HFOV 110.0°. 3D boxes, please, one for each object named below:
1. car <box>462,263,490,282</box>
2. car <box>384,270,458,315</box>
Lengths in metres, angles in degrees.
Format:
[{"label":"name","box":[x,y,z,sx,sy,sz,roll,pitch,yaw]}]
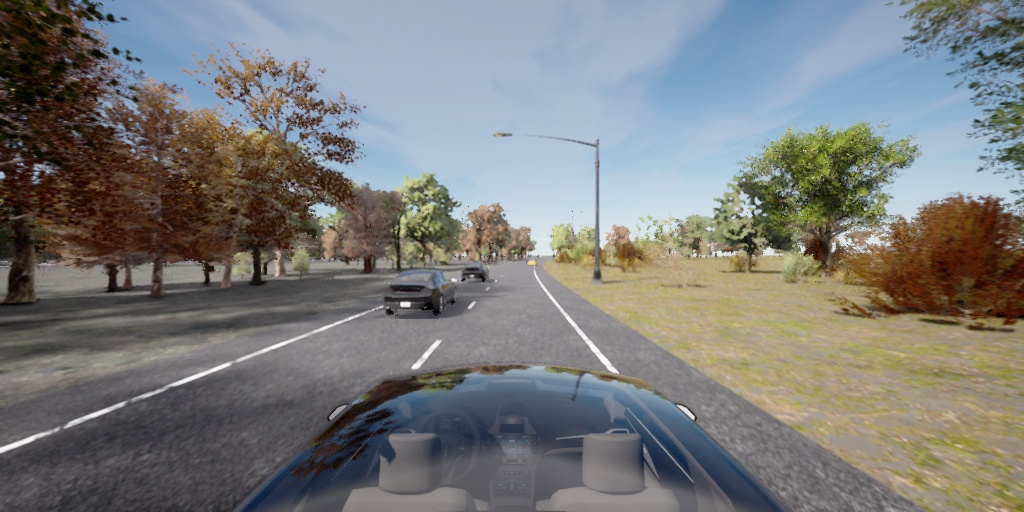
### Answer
[{"label":"car","box":[-2.930,1.277,29.428,1.837,1.490,4.892,0,0,2]},{"label":"car","box":[-3.292,1.264,13.624,1.837,1.490,4.892,0,0,1]}]
